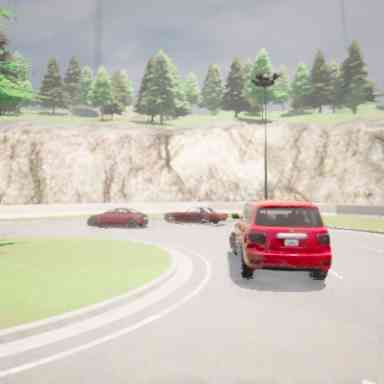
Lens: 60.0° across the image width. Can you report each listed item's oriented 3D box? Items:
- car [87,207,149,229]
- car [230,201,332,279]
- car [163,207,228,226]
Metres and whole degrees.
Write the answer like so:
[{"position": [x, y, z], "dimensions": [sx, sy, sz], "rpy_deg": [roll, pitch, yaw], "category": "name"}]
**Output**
[{"position": [-5.122, 1.767, 23.088], "dimensions": [4.181, 1.385, 1.994], "rpy_deg": [-1, -1, 13], "category": "car"}, {"position": [2.488, 1.278, 10.342], "dimensions": [2.150, 2.045, 5.566], "rpy_deg": [1, 0, 4], "category": "car"}, {"position": [0.214, 1.777, 25.017], "dimensions": [4.718, 1.301, 1.895], "rpy_deg": [-1, -1, 29], "category": "car"}]
